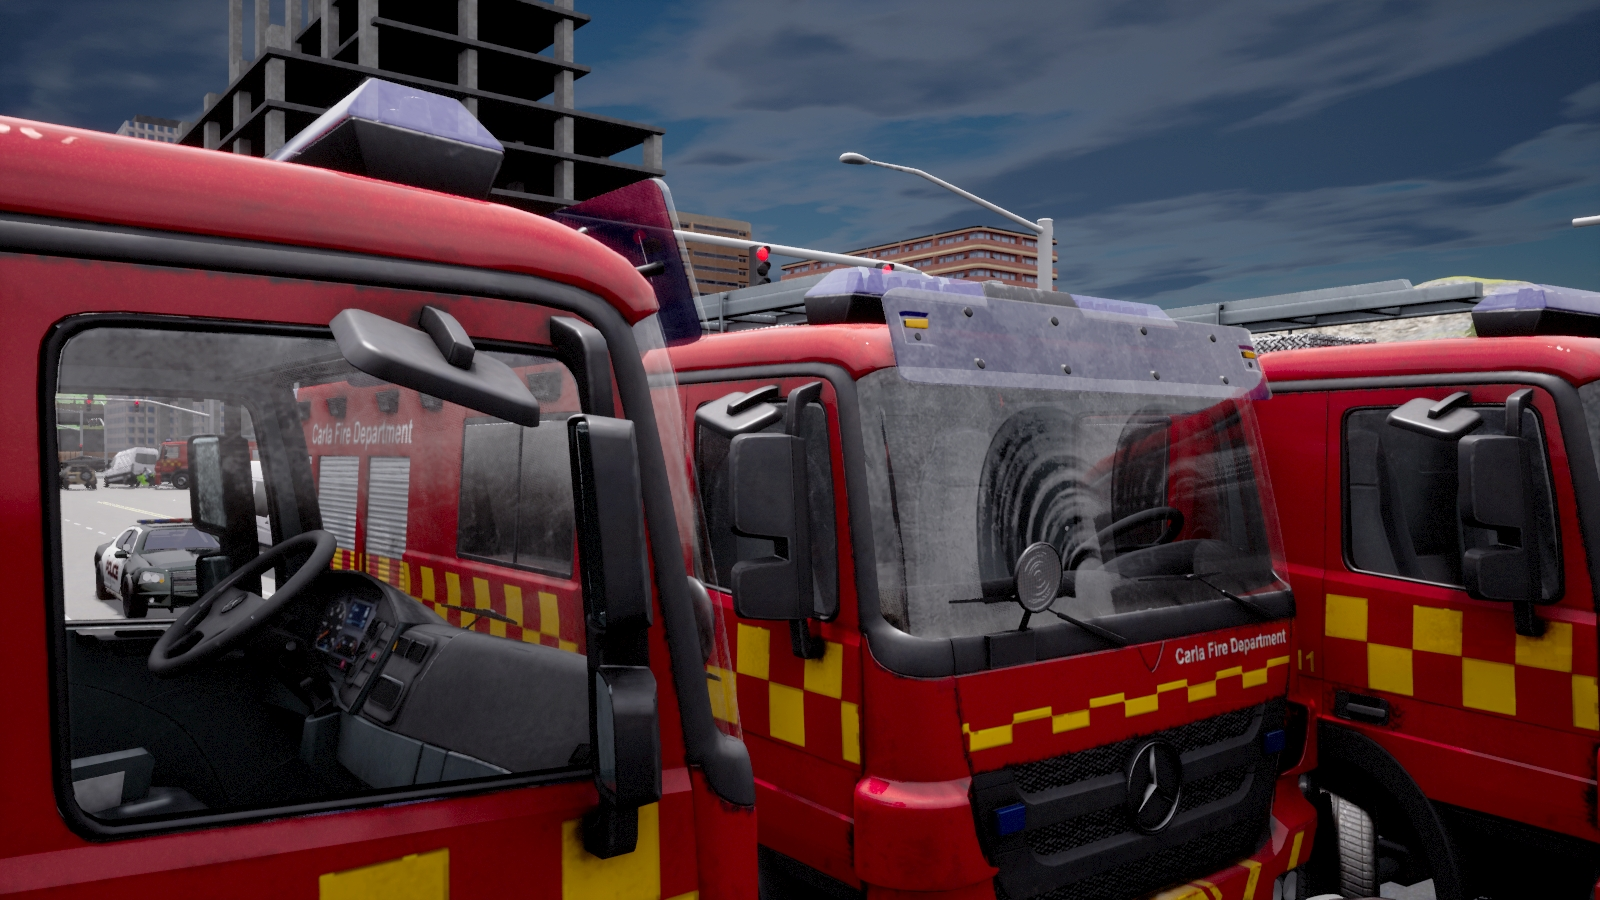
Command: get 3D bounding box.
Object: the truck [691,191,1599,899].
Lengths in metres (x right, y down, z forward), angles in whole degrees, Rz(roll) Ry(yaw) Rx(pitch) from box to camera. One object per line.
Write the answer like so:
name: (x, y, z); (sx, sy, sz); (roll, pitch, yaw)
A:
truck: (2.348, 0.890, 8.605); (2.891, 3.827, 8.468); (0, 0, -31)

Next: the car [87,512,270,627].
car: (-11.386, 2.037, 20.746); (2.038, 1.542, 4.974); (0, 0, -39)

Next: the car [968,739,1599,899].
car: (2.437, 2.065, 3.109); (1.970, 1.475, 3.806); (0, 0, -30)

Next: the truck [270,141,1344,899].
truck: (-1.099, 0.890, 8.003); (2.891, 3.827, 8.468); (0, 0, -38)
